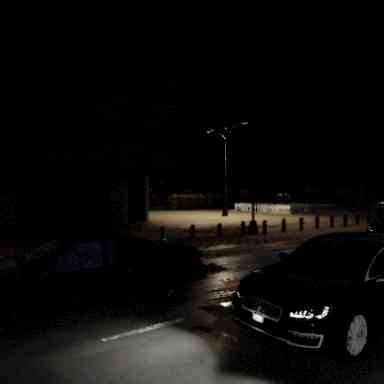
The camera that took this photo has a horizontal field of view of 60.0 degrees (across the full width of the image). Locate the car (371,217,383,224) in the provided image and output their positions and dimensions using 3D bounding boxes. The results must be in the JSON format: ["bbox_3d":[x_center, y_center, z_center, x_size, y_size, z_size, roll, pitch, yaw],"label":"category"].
[{"bbox_3d":[10.057,1.574,15.401,5.008,1.535,1.882,1,0,-35],"label":"car"}]

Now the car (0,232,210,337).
[{"bbox_3d":[-2.163,1.559,6.745,5.357,1.411,2.033,0,0,-35],"label":"car"}]

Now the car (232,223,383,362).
[{"bbox_3d":[2.901,1.539,6.050,4.892,1.490,1.837,1,-1,-35],"label":"car"}]
